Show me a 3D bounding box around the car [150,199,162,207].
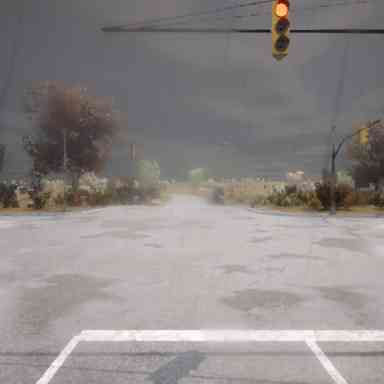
[{"bbox_3d":[-6.999,2.089,64.347,1.882,1.535,5.008,0,-2,0],"label":"car"}]
